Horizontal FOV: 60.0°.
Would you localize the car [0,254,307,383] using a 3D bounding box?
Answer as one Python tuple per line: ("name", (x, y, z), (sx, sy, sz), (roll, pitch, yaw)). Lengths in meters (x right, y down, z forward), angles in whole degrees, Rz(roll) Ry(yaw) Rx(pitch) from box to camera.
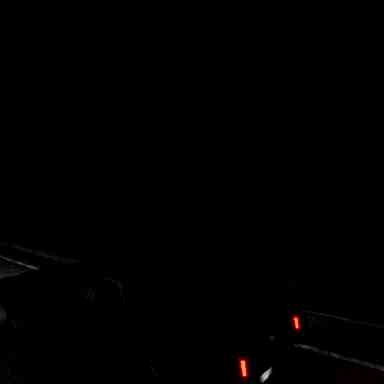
("car", (-0.960, 1.619, 4.884), (4.718, 1.301, 1.895), (0, 0, 38))
